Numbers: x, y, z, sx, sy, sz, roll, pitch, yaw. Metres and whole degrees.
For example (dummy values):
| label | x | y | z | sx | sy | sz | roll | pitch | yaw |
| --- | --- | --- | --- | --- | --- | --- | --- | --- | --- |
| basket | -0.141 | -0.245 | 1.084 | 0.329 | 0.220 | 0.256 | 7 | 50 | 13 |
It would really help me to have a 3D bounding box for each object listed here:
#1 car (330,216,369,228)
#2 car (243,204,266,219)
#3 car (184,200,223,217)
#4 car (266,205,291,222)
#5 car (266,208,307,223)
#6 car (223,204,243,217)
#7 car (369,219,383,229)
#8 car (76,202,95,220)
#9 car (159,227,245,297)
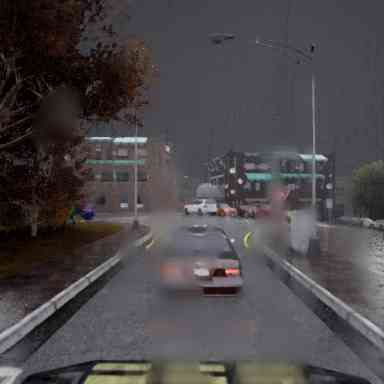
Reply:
| label | x | y | z | sx | sy | sz | roll | pitch | yaw |
| --- | --- | --- | --- | --- | --- | --- | --- | --- | --- |
| car | 21.606 | 4.097 | 46.651 | 2.002 | 1.452 | 4.674 | 6 | -3 | -31 |
| car | 6.859 | 2.517 | 43.708 | 2.185 | 1.767 | 4.553 | 6 | -3 | -32 |
| car | 1.029 | 1.987 | 42.500 | 2.435 | 2.045 | 5.566 | 1 | -2 | -31 |
| car | 9.844 | 2.678 | 44.327 | 2.435 | 2.045 | 5.566 | 7 | -3 | -31 |
| car | 12.663 | 3.207 | 45.088 | 1.946 | 1.575 | 5.366 | 6 | -3 | -31 |
| car | 3.896 | 2.272 | 43.149 | 2.185 | 1.767 | 4.553 | 4 | -3 | -32 |
| car | 24.566 | 4.380 | 47.226 | 2.002 | 1.452 | 4.674 | 7 | -3 | -31 |
| car | -13.572 | 2.209 | 37.099 | 5.566 | 2.045 | 2.150 | -2 | -2 | 20 |
| car | 0.234 | 1.645 | 8.898 | 2.033 | 1.411 | 5.357 | 0 | -1 | 1 |
